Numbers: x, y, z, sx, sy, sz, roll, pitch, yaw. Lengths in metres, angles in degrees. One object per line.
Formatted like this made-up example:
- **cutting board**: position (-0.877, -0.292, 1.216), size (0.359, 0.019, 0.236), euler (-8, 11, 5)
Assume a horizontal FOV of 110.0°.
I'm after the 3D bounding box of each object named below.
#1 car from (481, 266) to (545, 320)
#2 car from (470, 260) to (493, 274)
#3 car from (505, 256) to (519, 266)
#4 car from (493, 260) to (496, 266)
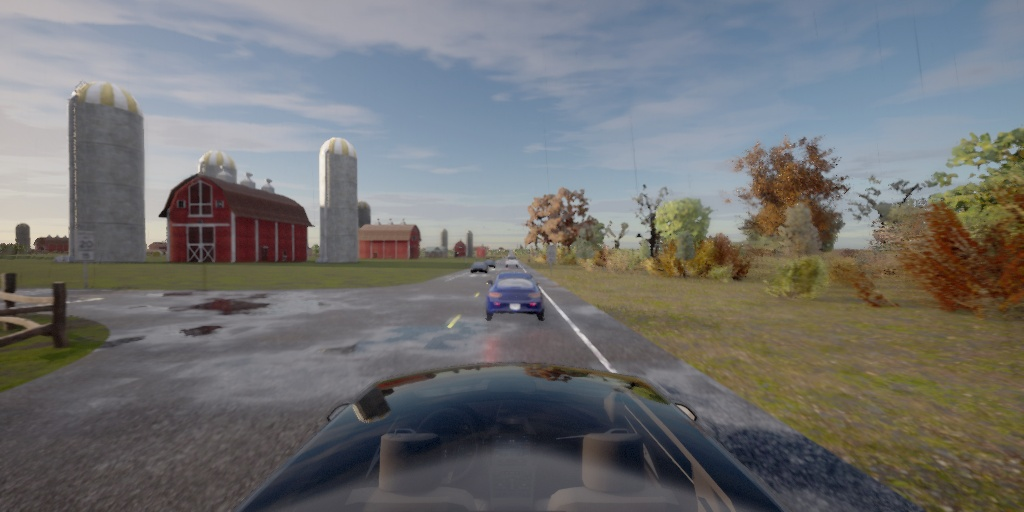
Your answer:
- **car**: position (0.095, 1.271, 12.508), size (1.812, 1.442, 4.674), euler (0, 0, 0)
- **car**: position (-3.606, 1.299, 40.621), size (2.033, 1.411, 5.357), euler (0, 0, 0)
- **car**: position (-0.020, 0.971, 62.465), size (2.150, 2.045, 5.566), euler (0, 0, 0)
- **car**: position (-3.553, 1.297, 58.094), size (2.033, 1.411, 5.357), euler (0, 0, 1)
